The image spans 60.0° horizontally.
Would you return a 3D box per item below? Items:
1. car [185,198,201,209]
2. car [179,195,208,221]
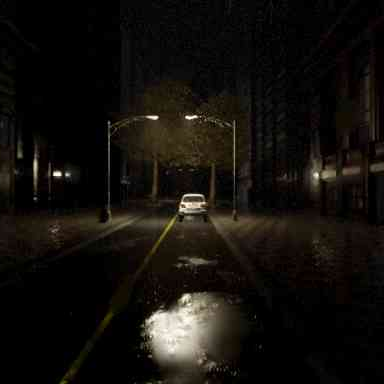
[{"bbox_3d":[0.123,1.584,45.785,1.994,1.385,4.181,0,0,0],"label":"car"},{"bbox_3d":[0.113,1.229,27.606,2.150,2.045,5.566,0,0,0],"label":"car"}]
